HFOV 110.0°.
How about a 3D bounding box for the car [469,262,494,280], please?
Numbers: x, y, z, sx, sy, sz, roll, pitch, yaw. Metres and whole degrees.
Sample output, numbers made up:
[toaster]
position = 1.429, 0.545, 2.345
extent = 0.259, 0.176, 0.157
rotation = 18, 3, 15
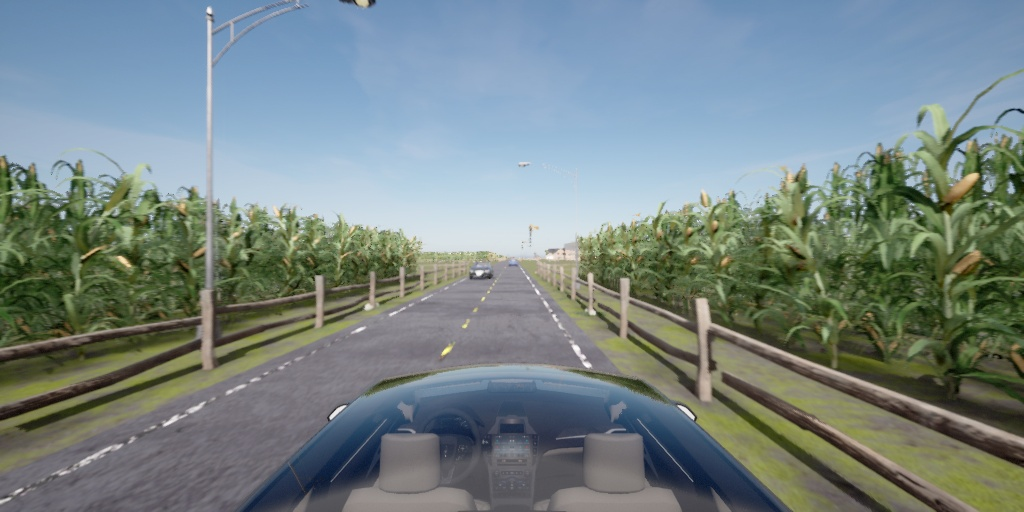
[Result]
[car]
position = -2.655, 1.247, 31.648
extent = 2.128, 1.511, 4.902
rotation = 0, 0, 0
